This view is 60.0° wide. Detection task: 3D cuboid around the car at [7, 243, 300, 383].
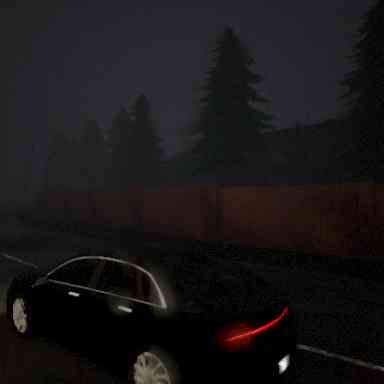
[{"bbox_3d":[-0.946,1.529,4.942,4.892,1.490,1.837,0,0,38],"label":"car"}]
